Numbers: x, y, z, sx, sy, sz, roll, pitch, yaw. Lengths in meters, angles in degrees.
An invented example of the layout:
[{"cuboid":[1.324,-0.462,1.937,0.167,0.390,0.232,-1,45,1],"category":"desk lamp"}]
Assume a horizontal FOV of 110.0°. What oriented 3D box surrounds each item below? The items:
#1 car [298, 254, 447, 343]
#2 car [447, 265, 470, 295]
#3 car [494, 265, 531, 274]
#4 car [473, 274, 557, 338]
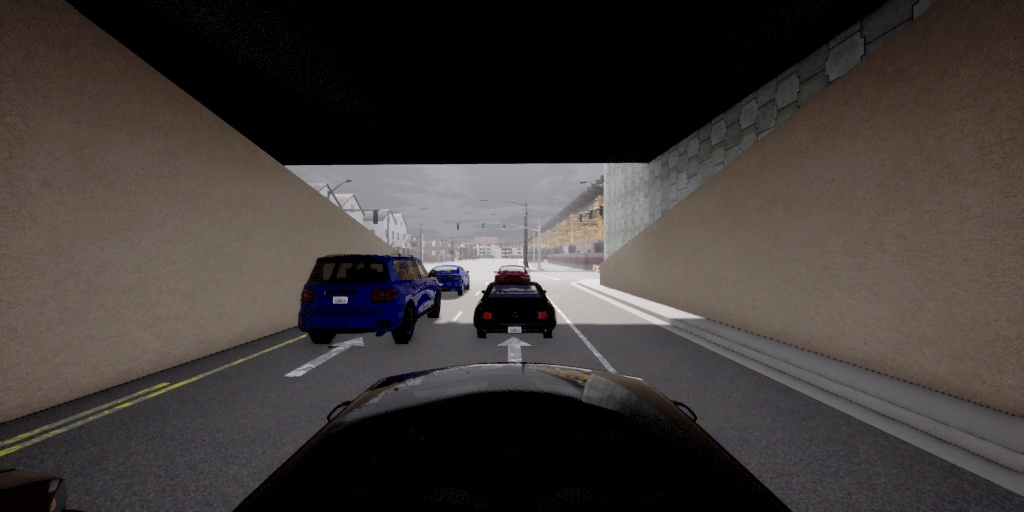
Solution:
[{"cuboid":[-3.435,0.971,9.814,2.150,2.045,5.566,0,0,0],"category":"car"},{"cuboid":[-3.481,1.228,19.931,1.882,1.535,5.008,0,0,0],"category":"car"},{"cuboid":[0.020,1.228,19.666,1.882,1.535,5.008,0,0,0],"category":"car"},{"cuboid":[0.060,1.351,10.177,1.895,1.301,4.718,0,0,0],"category":"car"}]
